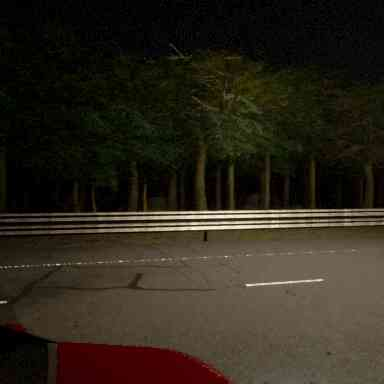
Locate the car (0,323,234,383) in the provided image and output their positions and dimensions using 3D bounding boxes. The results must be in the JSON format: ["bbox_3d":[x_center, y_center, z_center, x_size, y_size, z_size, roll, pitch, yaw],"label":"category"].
[{"bbox_3d":[-1.847,1.526,1.852,4.674,1.442,1.812,0,0,-13],"label":"car"}]
